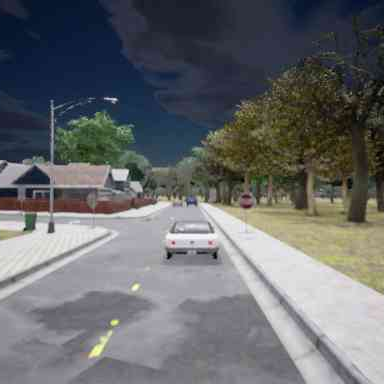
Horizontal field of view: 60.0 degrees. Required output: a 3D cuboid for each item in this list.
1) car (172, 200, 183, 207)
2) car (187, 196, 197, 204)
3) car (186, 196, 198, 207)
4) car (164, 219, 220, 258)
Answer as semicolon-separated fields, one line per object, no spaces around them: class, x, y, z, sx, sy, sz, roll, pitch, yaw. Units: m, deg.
car;-2.780;2.212;64.296;1.812;1.442;4.674;0;-1;1
car;-0.010;1.950;81.343;2.150;2.045;5.566;0;-1;-2
car;0.003;1.938;66.538;2.150;2.045;5.566;0;0;0
car;0.018;1.736;13.260;1.895;1.301;4.718;0;-1;0
